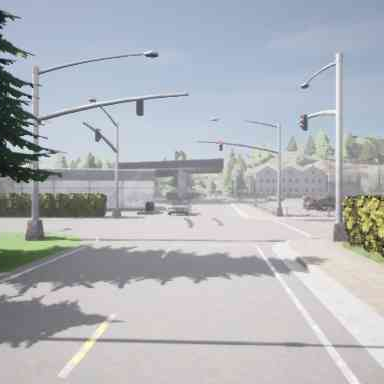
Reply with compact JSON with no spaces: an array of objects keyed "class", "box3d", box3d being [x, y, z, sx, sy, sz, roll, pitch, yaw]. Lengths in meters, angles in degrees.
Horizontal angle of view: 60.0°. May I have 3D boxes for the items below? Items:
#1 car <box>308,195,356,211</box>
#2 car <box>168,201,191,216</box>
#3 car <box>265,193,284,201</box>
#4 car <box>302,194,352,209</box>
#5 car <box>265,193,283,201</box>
[{"class":"car","box3d":[15.748,1.337,36.755,4.514,1.523,2.007,0,0,4]},{"class":"car","box3d":[-1.164,1.529,32.200,1.895,1.301,4.718,0,0,4]},{"class":"car","box3d":[19.155,1.075,77.334,3.866,1.878,1.905,0,0,4]},{"class":"car","box3d":[15.920,1.328,39.888,5.027,1.636,2.152,0,0,4]},{"class":"car","box3d":[18.308,1.359,74.062,3.806,1.475,1.970,0,0,4]}]
